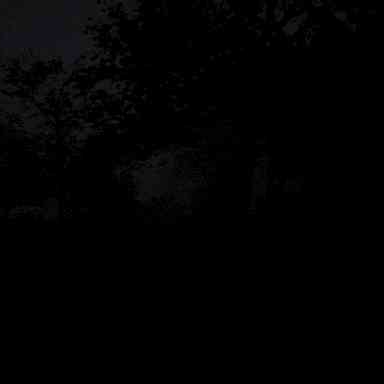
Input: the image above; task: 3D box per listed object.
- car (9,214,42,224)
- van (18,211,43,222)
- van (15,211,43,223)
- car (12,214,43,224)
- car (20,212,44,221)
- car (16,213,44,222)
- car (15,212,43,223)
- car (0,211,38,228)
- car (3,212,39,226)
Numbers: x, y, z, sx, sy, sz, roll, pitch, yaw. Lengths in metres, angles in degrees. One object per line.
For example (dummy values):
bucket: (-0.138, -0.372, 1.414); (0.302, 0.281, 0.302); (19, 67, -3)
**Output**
car: (-27.879, 4.522, 55.895); (4.792, 1.488, 2.163); (0, -3, -23)
van: (-33.247, 5.025, 68.574); (4.442, 1.987, 1.878); (0, -3, -23)
van: (-29.861, 4.580, 61.039); (4.442, 1.987, 1.878); (0, -3, -23)
car: (-28.880, 4.678, 58.455); (4.792, 1.488, 2.163); (0, -3, -23)
car: (-34.165, 5.260, 71.165); (4.553, 1.767, 2.185); (0, -3, -23)
car: (-32.082, 5.107, 66.063); (4.892, 1.521, 2.231); (0, -3, -23)
car: (-31.101, 4.841, 63.637); (4.553, 1.767, 2.185); (0, -3, -23)
car: (-18.360, 2.903, 33.056); (4.892, 1.521, 2.231); (0, -4, -23)
car: (-24.714, 3.868, 48.278); (4.553, 1.767, 2.185); (0, -3, -23)
